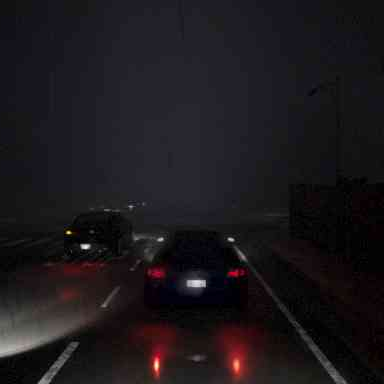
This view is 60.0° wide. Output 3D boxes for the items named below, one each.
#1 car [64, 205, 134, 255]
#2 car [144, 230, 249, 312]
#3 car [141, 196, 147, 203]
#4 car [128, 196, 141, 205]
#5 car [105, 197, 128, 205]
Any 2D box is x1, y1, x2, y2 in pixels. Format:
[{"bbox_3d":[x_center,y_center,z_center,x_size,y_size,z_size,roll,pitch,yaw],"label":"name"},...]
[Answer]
[{"bbox_3d":[-3.524,1.506,13.225,1.837,1.490,4.892,0,0,-2],"label":"car"},{"bbox_3d":[0.092,1.564,7.799,1.994,1.385,4.181,0,0,0],"label":"car"},{"bbox_3d":[-10.359,1.506,68.297,1.837,1.490,4.892,0,0,0],"label":"car"},{"bbox_3d":[-10.464,1.547,56.229,2.033,1.411,5.357,0,0,0],"label":"car"},{"bbox_3d":[-10.494,1.478,45.578,1.882,1.535,5.008,0,0,0],"label":"car"}]
